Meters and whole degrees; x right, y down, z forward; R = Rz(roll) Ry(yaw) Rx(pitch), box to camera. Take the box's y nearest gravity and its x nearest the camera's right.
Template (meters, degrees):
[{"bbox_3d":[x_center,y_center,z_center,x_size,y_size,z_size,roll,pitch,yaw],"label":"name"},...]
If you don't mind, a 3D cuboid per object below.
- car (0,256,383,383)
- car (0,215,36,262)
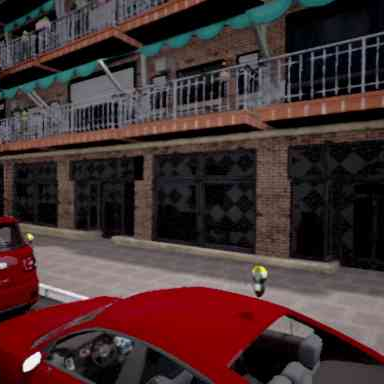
[{"bbox_3d":[-0.219,1.540,2.823,4.507,1.381,1.887,0,1,35],"label":"car"},{"bbox_3d":[-4.836,1.295,6.103,5.009,1.841,2.192,0,1,35],"label":"car"}]
